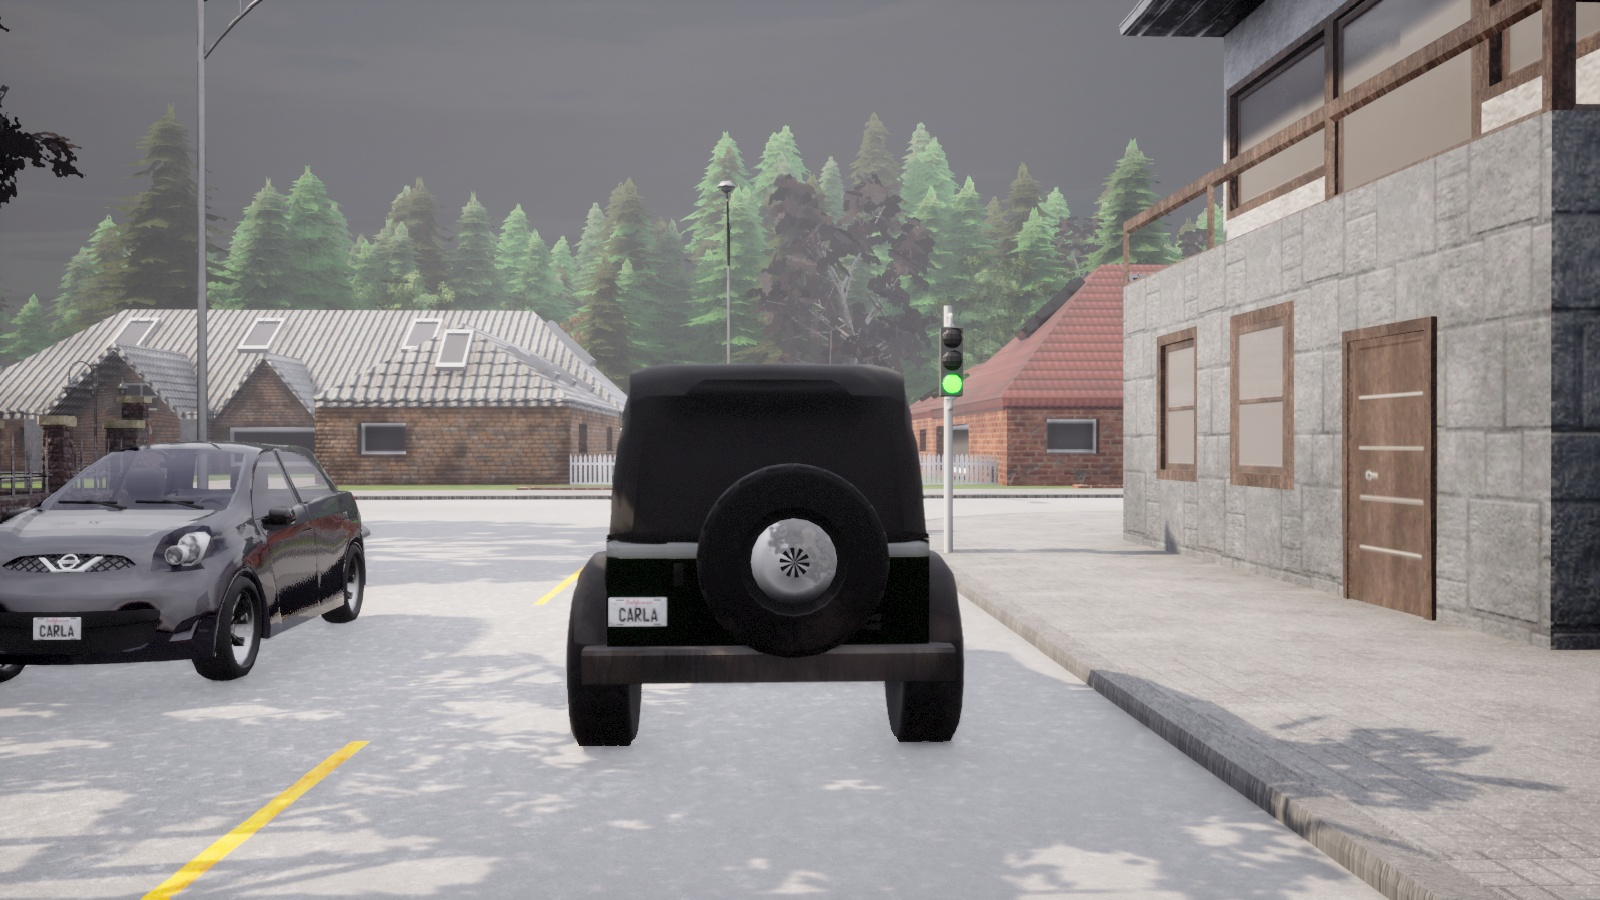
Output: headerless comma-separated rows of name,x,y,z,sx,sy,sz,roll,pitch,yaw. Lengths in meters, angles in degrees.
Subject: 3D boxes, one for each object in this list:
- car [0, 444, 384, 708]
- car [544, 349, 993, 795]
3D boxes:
car,-4.375,0.706,8.967,1.845,1.501,3.633,0,0,-4
car,-0.223,0.502,7.262,1.905,1.878,3.866,0,0,-3
